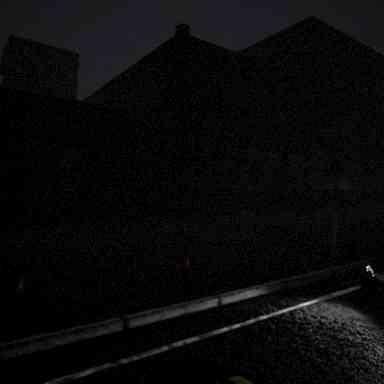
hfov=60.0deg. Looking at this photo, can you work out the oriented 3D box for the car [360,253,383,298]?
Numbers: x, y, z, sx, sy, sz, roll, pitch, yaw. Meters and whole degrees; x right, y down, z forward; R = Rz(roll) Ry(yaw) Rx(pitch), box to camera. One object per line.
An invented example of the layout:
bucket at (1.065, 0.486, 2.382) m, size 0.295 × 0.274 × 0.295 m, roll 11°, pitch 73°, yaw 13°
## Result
car at (5.651, 1.545, 7.407) m, size 4.674 × 1.442 × 1.812 m, roll 0°, pitch 0°, yaw -35°
